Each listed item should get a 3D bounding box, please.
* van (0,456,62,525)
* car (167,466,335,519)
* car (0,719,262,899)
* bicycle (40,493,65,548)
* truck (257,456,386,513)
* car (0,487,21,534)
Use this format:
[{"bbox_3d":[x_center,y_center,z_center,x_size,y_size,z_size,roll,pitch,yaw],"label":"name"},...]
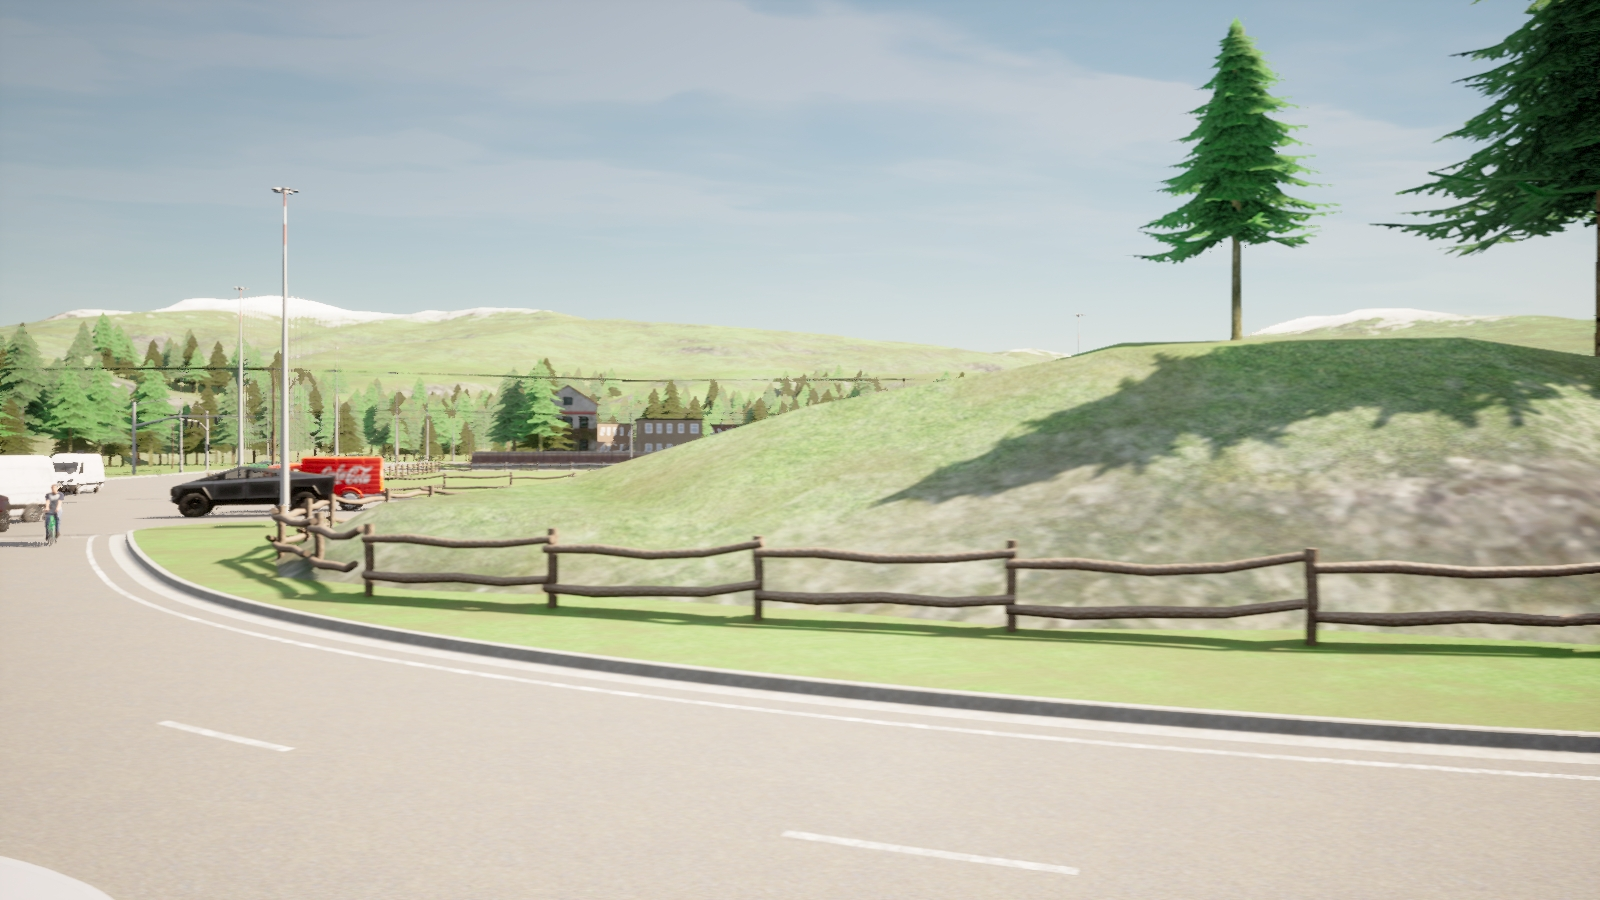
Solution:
[{"bbox_3d":[-30.744,1.521,42.360,1.988,2.561,5.915,-1,0,14],"label":"van"},{"bbox_3d":[-23.038,1.743,48.309,6.274,2.098,2.390,0,0,-22],"label":"car"},{"bbox_3d":[-4.964,2.032,4.729,5.006,1.535,2.097,0,0,22],"label":"car"},{"bbox_3d":[-21.752,2.046,33.261,0.373,1.496,1.643,1,0,-26],"label":"bicycle"},{"bbox_3d":[-21.919,1.551,52.585,5.204,2.467,2.627,0,0,-16],"label":"truck"},{"bbox_3d":[-27.315,2.028,36.809,2.007,1.525,4.514,0,0,-11],"label":"car"}]
